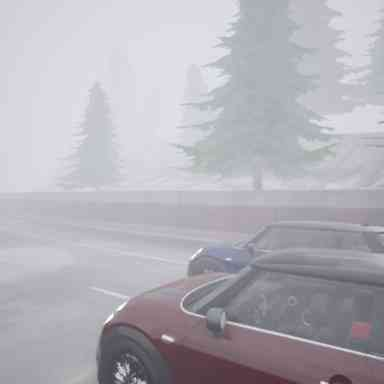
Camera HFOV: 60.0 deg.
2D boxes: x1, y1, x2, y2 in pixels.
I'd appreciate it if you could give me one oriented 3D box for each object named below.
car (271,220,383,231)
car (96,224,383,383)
[{"bbox_3d":[2.087,1.382,6.953,4.553,1.767,2.097,0,0,36],"label":"car"},{"bbox_3d":[1.125,1.367,3.305,4.553,1.767,2.097,0,0,36],"label":"car"}]
